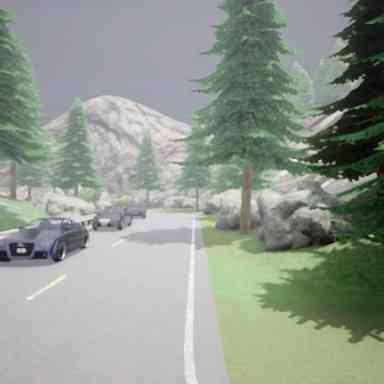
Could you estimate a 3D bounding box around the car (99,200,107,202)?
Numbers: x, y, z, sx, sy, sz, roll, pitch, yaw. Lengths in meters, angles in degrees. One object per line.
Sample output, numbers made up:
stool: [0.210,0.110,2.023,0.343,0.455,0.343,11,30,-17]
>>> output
car: [-14.925,1.986,53.155,4.718,1.301,1.895,0,0,-3]

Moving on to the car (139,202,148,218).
car: [-5.387,1.744,32.579,1.837,1.490,4.892,0,0,-6]

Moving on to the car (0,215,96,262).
car: [-5.333,1.668,12.418,1.994,1.385,4.181,0,0,1]

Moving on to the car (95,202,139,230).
car: [-5.231,1.662,22.363,2.128,1.511,4.902,0,0,1]
